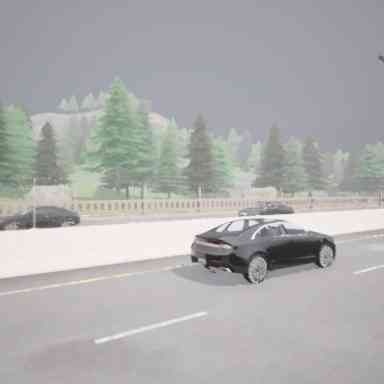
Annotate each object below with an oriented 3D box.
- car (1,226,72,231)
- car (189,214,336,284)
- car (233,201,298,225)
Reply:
[{"bbox_3d":[-8.835,1.530,19.166,4.674,1.442,1.812,0,0,-36],"label":"car"},{"bbox_3d":[2.224,1.498,9.629,4.902,1.511,2.128,0,0,-35],"label":"car"},{"bbox_3d":[5.622,1.509,25.180,4.902,1.511,2.128,0,0,-35],"label":"car"}]
